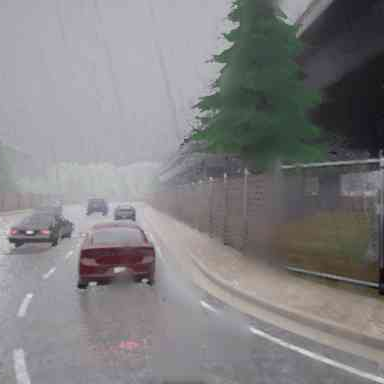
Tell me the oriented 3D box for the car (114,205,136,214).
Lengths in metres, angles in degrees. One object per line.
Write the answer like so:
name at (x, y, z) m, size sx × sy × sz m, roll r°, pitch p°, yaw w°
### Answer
car at (-6.270, 1.978, 31.113) m, size 2.128 × 1.511 × 4.902 m, roll 1°, pitch -1°, yaw -11°

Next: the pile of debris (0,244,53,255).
pile of debris at (-6.670, 2.334, 13.512) m, size 1.500 × 0.140 × 1.860 m, roll 1°, pitch -1°, yaw -11°

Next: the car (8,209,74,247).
car at (-7.121, 1.748, 16.178) m, size 2.033 × 1.411 × 5.357 m, roll 1°, pitch -1°, yaw -10°

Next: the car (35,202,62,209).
car at (-13.563, 1.941, 30.974) m, size 1.994 × 1.385 × 4.181 m, roll 1°, pitch -1°, yaw -10°

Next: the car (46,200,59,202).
car at (-20.160, 1.939, 47.777) m, size 2.097 × 1.767 × 4.553 m, roll 1°, pitch -1°, yaw -10°

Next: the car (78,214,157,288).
car at (-2.262, 1.633, 9.840) m, size 1.882 × 1.535 × 5.008 m, roll 0°, pitch -1°, yaw -15°

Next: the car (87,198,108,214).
car at (-11.755, 1.818, 41.495) m, size 2.150 × 2.045 × 5.566 m, roll 1°, pitch -1°, yaw -11°
